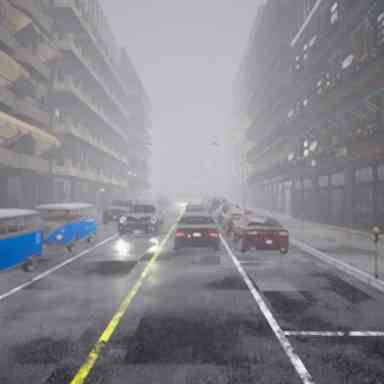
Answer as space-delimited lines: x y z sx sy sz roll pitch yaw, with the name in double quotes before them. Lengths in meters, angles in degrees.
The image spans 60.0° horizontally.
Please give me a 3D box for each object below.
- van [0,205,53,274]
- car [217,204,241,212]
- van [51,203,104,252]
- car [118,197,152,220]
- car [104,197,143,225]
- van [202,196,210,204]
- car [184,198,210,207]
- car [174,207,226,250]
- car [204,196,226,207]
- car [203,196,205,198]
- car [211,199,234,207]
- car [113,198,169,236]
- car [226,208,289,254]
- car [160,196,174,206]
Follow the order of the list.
"van" -5.244 1.355 8.263 1.690 1.788 3.998 2 0 0
"car" 2.709 1.618 19.206 1.887 1.381 4.507 1 0 0
"van" -5.205 1.375 13.795 1.690 1.788 3.998 2 0 0
"car" -5.085 1.418 30.385 2.192 1.841 5.009 2 0 0
"car" -5.125 1.394 24.856 2.192 1.841 5.009 2 0 0
"van" 3.073 1.720 74.519 1.690 1.788 3.998 1 0 0
"car" 0.318 1.614 31.997 2.128 1.511 4.902 0 0 0
"car" 0.191 1.596 14.448 2.033 1.411 5.357 0 0 0
"car" 2.799 1.461 35.800 2.192 1.841 5.009 1 0 0
"car" 2.874 1.643 46.863 1.967 1.590 4.097 1 0 0
"car" 2.759 1.537 24.738 1.967 1.590 4.097 1 0 0
"car" -2.717 1.411 18.790 2.097 1.767 4.553 0 0 1
"car" 2.670 1.597 13.676 1.887 1.381 4.507 1 0 0
"car" -4.889 1.564 58.037 2.192 1.841 5.009 1 0 0
